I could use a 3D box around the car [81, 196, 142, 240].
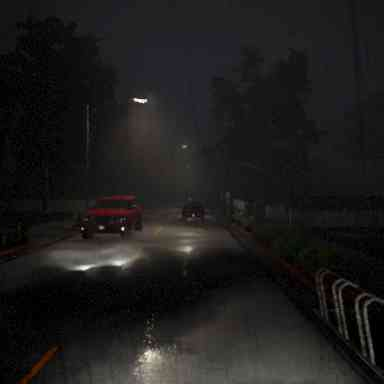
[{"bbox_3d":[-4.005,1.230,17.524,2.150,2.045,5.566,0,0,0],"label":"car"}]

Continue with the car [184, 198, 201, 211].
[{"bbox_3d":[0.059,1.556,41.654,2.033,1.411,5.357,0,0,0],"label":"car"}]

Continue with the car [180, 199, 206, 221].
[{"bbox_3d":[0.106,1.511,27.572,1.837,1.490,4.892,0,0,0],"label":"car"}]
